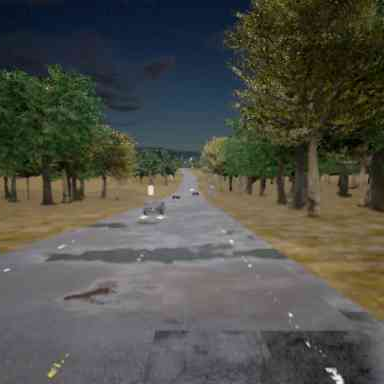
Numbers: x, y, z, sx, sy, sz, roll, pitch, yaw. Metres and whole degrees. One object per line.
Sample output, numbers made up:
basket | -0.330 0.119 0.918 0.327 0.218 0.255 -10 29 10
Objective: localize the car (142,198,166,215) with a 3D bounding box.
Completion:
car | -3.588 1.364 32.094 1.837 1.490 4.892 0 0 0

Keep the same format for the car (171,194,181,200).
car | -3.489 1.036 72.539 1.895 1.301 4.718 0 1 0
